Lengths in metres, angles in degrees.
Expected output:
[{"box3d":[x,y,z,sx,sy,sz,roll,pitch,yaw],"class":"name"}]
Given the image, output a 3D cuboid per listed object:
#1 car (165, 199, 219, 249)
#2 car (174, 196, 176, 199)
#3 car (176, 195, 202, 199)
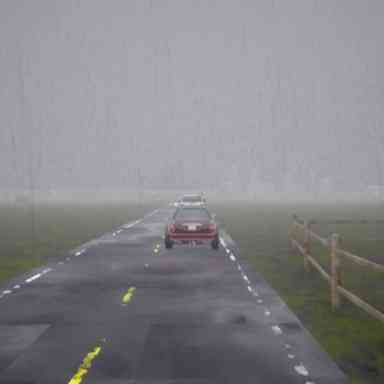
[{"box3d":[0.000,1.362,14.621,2.097,1.767,4.553,0,0,0],"class":"car"},{"box3d":[-2.750,1.478,69.728,2.128,1.511,4.902,0,0,0],"class":"car"},{"box3d":[0.000,1.253,29.682,2.150,2.045,5.566,0,0,0],"class":"car"}]
